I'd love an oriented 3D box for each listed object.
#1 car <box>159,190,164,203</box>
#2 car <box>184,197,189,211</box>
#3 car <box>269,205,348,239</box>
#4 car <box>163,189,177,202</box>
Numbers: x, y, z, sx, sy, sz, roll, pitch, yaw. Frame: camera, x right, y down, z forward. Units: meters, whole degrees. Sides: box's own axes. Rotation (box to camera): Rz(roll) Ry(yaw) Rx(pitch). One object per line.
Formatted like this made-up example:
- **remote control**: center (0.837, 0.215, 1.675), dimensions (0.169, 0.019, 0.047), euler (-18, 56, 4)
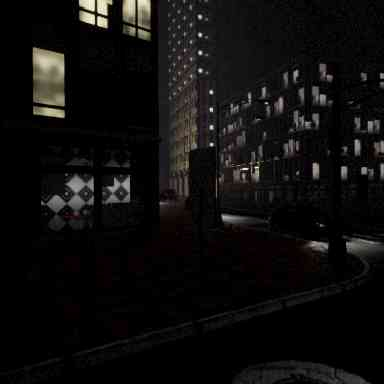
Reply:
- **car**: center (-6.147, 0.874, 51.896), dimensions (1.837, 1.490, 4.892), euler (-1, 0, -18)
- **car**: center (0.614, 1.153, 31.776), dimensions (2.128, 1.511, 4.902), euler (-1, 1, -19)
- **car**: center (5.679, 1.405, 16.863), dimensions (1.812, 1.442, 4.674), euler (-1, 1, -19)
- **car**: center (-4.030, 0.537, 54.624), dimensions (2.150, 2.045, 5.566), euler (-1, 1, -18)
